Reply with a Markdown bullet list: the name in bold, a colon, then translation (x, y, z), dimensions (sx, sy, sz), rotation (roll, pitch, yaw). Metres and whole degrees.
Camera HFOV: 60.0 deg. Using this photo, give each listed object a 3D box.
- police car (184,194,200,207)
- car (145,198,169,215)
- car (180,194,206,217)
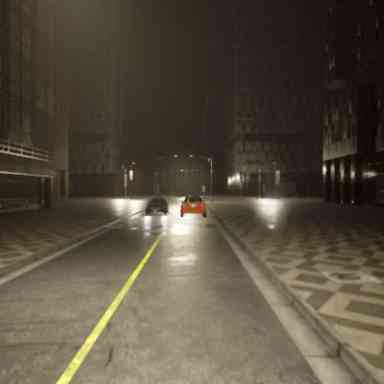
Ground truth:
- **police car**: translation (0.051, 1.130, 45.343), dimensions (2.038, 1.542, 4.974), rotation (0, 1, 1)
- **car**: translation (-3.082, 1.273, 30.255), dimensions (1.812, 1.442, 4.674), rotation (0, 0, 0)
- **car**: translation (0.097, 1.114, 28.522), dimensions (2.097, 1.767, 4.553), rotation (0, 0, 0)
